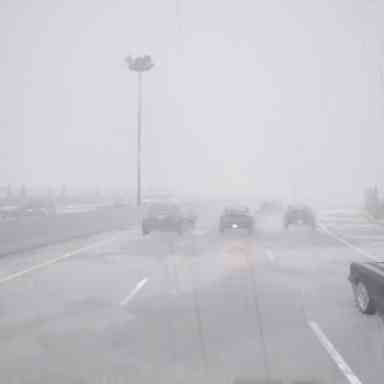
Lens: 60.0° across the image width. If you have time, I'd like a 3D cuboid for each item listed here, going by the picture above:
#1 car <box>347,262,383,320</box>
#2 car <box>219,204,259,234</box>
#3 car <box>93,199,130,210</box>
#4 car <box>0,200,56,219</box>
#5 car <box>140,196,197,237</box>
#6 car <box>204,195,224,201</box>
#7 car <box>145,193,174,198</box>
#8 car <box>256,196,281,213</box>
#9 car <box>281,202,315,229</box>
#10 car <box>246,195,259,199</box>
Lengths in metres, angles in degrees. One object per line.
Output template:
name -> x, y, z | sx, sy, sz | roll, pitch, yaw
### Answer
car -> 3.924, 1.623, 4.563 | 1.895, 1.301, 4.718 | 0, 0, 4
car -> 2.737, 1.494, 19.420 | 1.837, 1.490, 4.892 | 0, 0, 13
car -> -7.907, 1.413, 33.306 | 1.812, 1.442, 4.674 | 0, 0, 20
car -> -13.528, 1.402, 27.301 | 2.033, 1.411, 5.357 | 0, 0, 16
car -> -1.089, 1.314, 18.247 | 2.097, 1.767, 4.553 | 0, 0, 12
car -> 4.232, 1.421, 63.265 | 1.837, 1.490, 4.892 | 0, 0, 37
car -> -3.561, 1.137, 35.061 | 2.150, 2.045, 5.566 | 0, 0, 22
car -> 8.707, 1.510, 36.540 | 1.837, 1.490, 4.892 | 0, 0, 24
car -> 7.026, 1.522, 22.044 | 1.837, 1.490, 4.892 | 0, 0, 15
car -> 12.817, 1.410, 68.278 | 1.837, 1.490, 4.892 | 0, 0, 39
